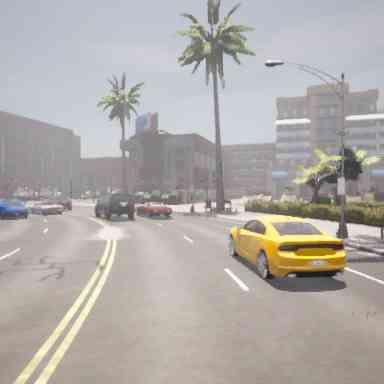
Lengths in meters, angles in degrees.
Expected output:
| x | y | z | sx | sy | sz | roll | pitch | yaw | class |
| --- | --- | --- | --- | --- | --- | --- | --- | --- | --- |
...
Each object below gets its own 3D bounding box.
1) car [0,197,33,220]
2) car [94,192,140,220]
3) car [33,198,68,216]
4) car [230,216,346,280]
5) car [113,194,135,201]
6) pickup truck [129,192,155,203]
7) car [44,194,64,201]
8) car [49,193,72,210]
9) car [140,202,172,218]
| x | y | z | sx | sy | sz | roll | pitch | yaw | class |
| --- | --- | --- | --- | --- | --- | --- | --- | --- | --- |
| -15.164 | 1.440 | 27.997 | 1.882 | 1.535 | 5.008 | 0 | 0 | -37 | car |
| -6.554 | 1.175 | 27.845 | 2.150 | 2.045 | 5.566 | 0 | -1 | -29 | car |
| -14.180 | 1.557 | 32.443 | 1.895 | 1.301 | 4.718 | 0 | 0 | -41 | car |
| 2.527 | 1.464 | 10.036 | 1.882 | 1.535 | 5.008 | 0 | 0 | -8 | car |
| -16.188 | 1.313 | 78.744 | 4.674 | 1.452 | 2.002 | 0 | 0 | 18 | car |
| -9.483 | 1.003 | 64.041 | 2.390 | 2.098 | 6.274 | 0 | 0 | 18 | pickup truck |
| -33.346 | 1.298 | 80.227 | 4.193 | 1.474 | 1.816 | 0 | 0 | 18 | car |
| -16.422 | 1.298 | 39.990 | 4.553 | 1.767 | 2.097 | 0 | 0 | 40 | car |
| -3.537 | 1.561 | 29.433 | 1.895 | 1.301 | 4.718 | 0 | 0 | -28 | car |
